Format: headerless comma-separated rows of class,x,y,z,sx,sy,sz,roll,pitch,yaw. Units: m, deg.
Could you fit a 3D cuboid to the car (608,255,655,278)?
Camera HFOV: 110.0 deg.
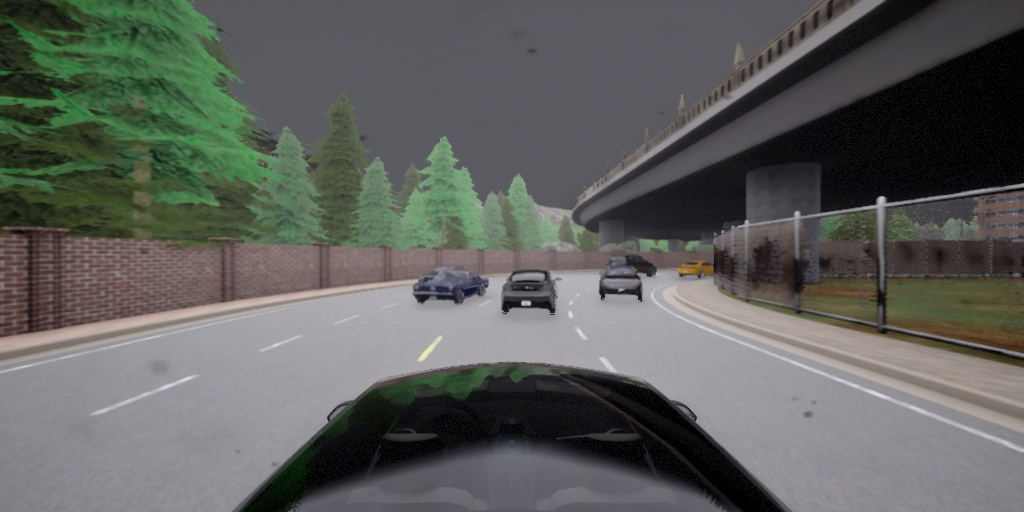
car,10.562,0.913,31.747,5.566,2.045,2.150,0,0,-43

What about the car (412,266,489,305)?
car,-2.573,1.323,15.994,1.895,1.301,4.718,0,0,13

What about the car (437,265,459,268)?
car,-4.014,1.273,22.583,1.994,1.385,4.181,0,0,22

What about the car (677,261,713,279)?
car,16.867,1.168,32.114,5.008,1.535,1.882,0,0,-34

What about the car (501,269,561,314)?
car,0.795,1.232,13.675,1.837,1.490,4.892,-1,0,8

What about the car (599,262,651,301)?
car,5.255,1.212,17.318,2.128,1.511,4.902,0,0,16
